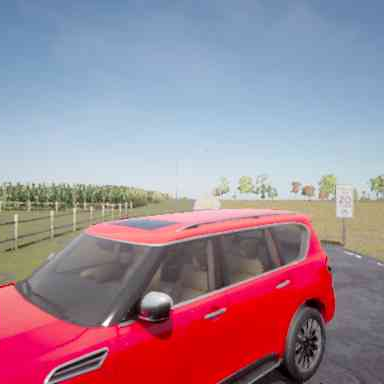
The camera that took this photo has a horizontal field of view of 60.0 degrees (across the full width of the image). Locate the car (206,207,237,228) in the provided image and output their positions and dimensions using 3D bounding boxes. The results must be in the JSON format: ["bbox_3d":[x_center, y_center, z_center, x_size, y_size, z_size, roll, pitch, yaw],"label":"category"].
[{"bbox_3d":[2.310,2.008,27.293,2.033,1.411,5.357,1,-1,-1],"label":"car"}]

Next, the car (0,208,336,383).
[{"bbox_3d":[-0.395,1.321,3.899,5.566,2.045,2.150,-1,1,-42],"label":"car"}]
